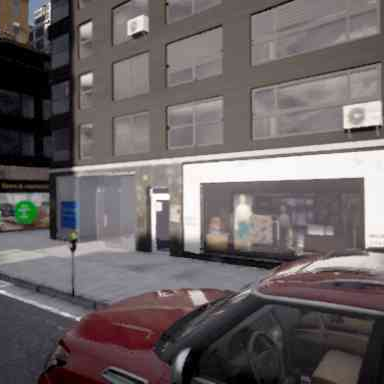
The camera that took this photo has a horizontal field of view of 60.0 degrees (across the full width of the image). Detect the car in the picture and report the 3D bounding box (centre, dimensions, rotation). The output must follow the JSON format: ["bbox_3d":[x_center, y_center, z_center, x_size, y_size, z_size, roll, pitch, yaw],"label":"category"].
[{"bbox_3d":[1.154,1.315,2.036,5.009,1.841,2.192,0,-1,35],"label":"car"}]
